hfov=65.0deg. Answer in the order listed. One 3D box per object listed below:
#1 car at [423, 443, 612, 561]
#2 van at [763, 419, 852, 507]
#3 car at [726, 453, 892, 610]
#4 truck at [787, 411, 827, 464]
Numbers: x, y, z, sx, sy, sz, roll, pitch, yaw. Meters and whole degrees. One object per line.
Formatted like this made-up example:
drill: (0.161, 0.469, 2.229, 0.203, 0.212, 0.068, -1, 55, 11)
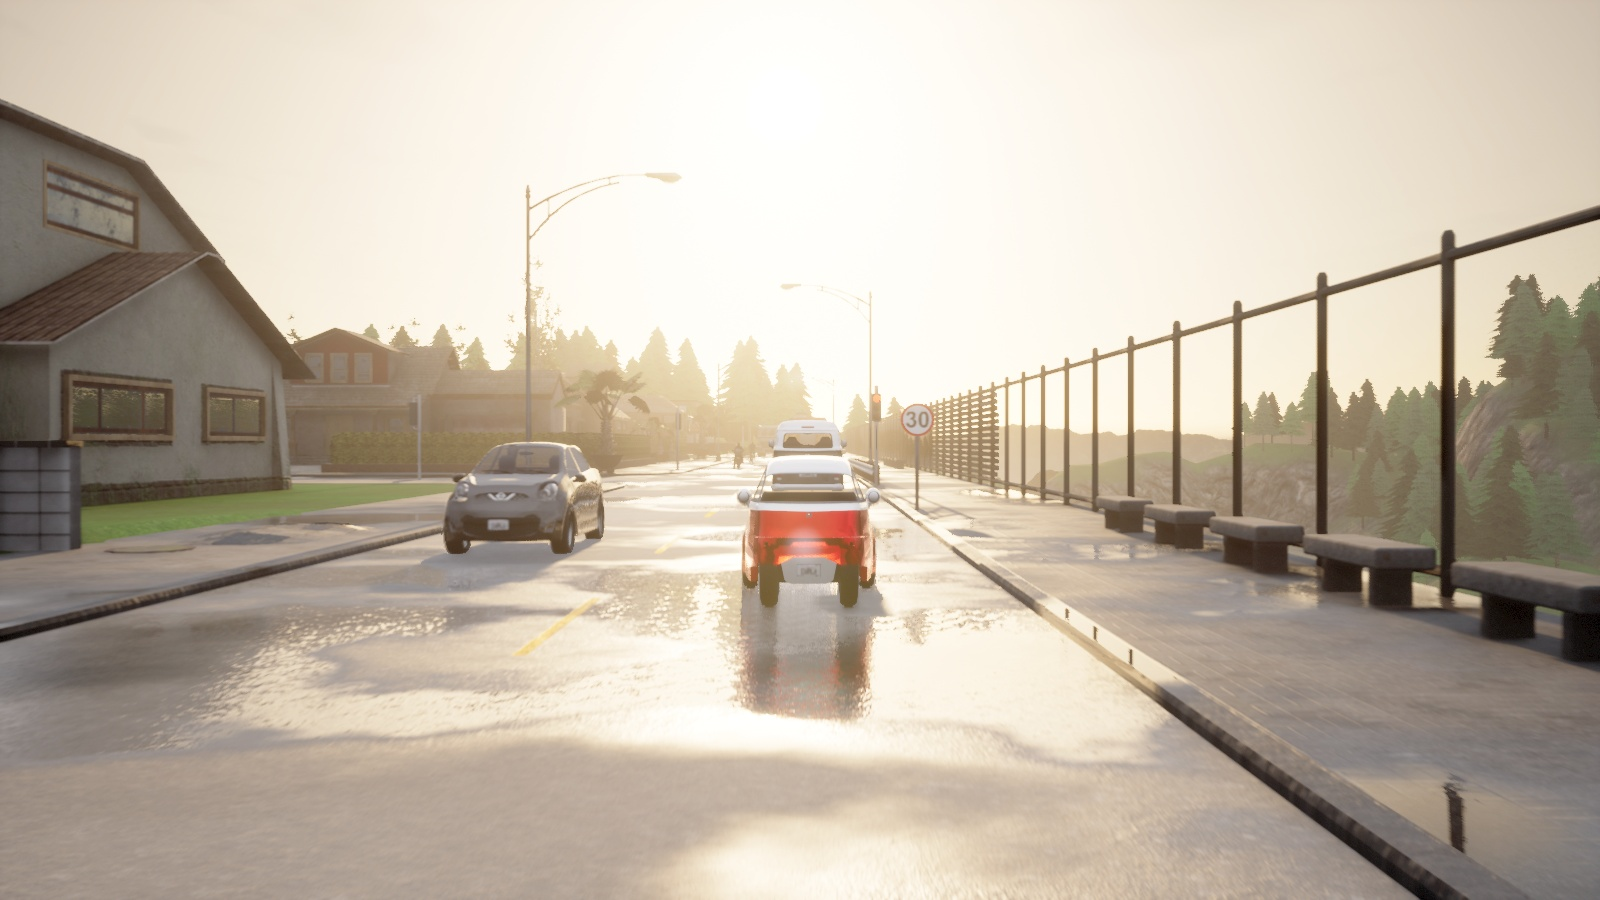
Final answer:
car: (-3.883, 0.657, 17.863, 1.845, 1.501, 3.633, 0, 0, 0)
van: (0.195, 0.293, 31.440, 2.069, 2.038, 4.480, 0, 0, 0)
car: (0.085, 0.732, 12.325, 1.481, 1.376, 2.207, 0, 1, 0)
truck: (0.559, -0.956, 95.506, 2.891, 3.827, 8.468, 0, 0, 0)
